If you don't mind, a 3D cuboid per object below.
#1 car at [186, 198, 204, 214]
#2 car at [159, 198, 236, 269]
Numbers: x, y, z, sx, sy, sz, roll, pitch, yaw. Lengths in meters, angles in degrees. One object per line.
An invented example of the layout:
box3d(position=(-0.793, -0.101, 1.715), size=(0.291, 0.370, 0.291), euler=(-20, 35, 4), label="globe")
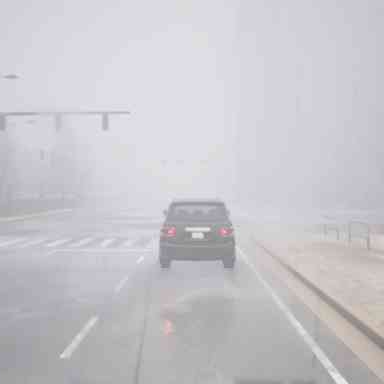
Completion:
box3d(position=(0.297, 1.474, 37.122), size=(1.882, 1.535, 5.008), euler=(0, 0, 0), label="car")
box3d(position=(0.156, 1.209, 11.238), size=(2.150, 2.045, 5.566), euler=(0, 0, 0), label="car")
